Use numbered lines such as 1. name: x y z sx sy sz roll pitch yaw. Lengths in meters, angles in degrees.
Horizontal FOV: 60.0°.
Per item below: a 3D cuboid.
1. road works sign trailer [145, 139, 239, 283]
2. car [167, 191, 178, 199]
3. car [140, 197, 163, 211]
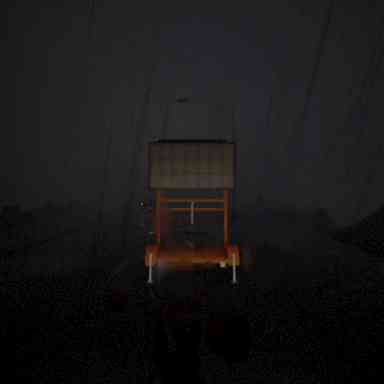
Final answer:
1. road works sign trailer: 0.009 0.349 9.252 2.380 3.560 2.880 0 1 0
2. car: -3.945 0.523 68.376 2.097 1.767 4.553 0 1 0
3. car: -4.068 1.184 33.944 1.895 1.301 4.718 0 1 0
